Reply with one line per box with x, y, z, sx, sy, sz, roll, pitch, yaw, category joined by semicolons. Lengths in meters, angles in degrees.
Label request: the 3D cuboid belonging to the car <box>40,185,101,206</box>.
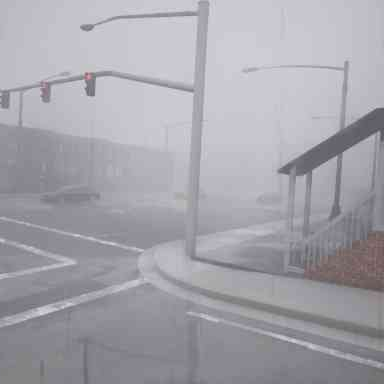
-9.520;0.230;26.457;1.837;1.490;4.892;5;3;36;car

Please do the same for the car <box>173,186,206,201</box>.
-0.232;0.081;39.342;2.097;1.767;4.553;5;3;36;car

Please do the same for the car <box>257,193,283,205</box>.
9.608;0.778;40.773;1.994;1.385;4.181;5;3;36;car
